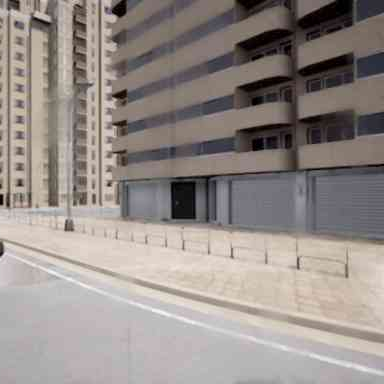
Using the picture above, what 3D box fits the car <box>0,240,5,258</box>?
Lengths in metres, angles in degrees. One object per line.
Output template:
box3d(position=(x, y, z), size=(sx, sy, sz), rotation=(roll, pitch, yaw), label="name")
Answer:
box3d(position=(-8.027, 1.745, 11.281), size=(1.895, 1.301, 4.718), rotation=(0, -1, -44), label="car")
